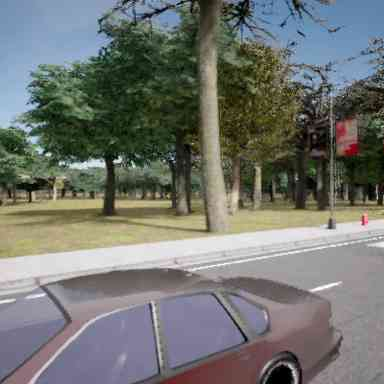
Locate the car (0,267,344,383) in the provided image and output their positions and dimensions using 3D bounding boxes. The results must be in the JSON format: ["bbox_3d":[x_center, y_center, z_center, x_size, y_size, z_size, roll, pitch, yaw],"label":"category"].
[{"bbox_3d":[-0.768,1.544,3.119,5.357,1.411,2.033,0,0,-35],"label":"car"}]
